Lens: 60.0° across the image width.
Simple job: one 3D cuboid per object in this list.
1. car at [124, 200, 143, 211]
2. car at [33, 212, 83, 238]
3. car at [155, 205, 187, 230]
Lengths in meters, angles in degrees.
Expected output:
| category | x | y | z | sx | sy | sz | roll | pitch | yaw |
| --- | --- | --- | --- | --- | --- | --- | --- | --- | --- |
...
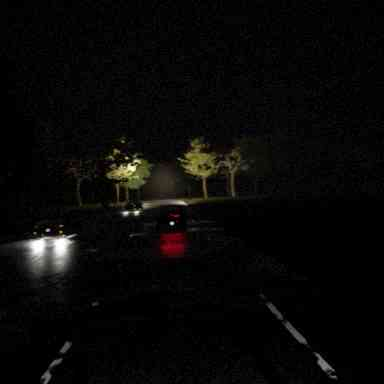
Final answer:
| category | x | y | z | sx | sy | sz | roll | pitch | yaw |
| --- | --- | --- | --- | --- | --- | --- | --- | --- | --- |
| car | -8.602 | 1.955 | 49.264 | 1.882 | 1.535 | 5.008 | -2 | 0 | 3 |
| car | -8.276 | 1.987 | 20.777 | 1.994 | 1.385 | 4.181 | -3 | 0 | -4 |
| car | -1.388 | 1.630 | 22.357 | 1.837 | 1.490 | 4.892 | -3 | 0 | -4 |
